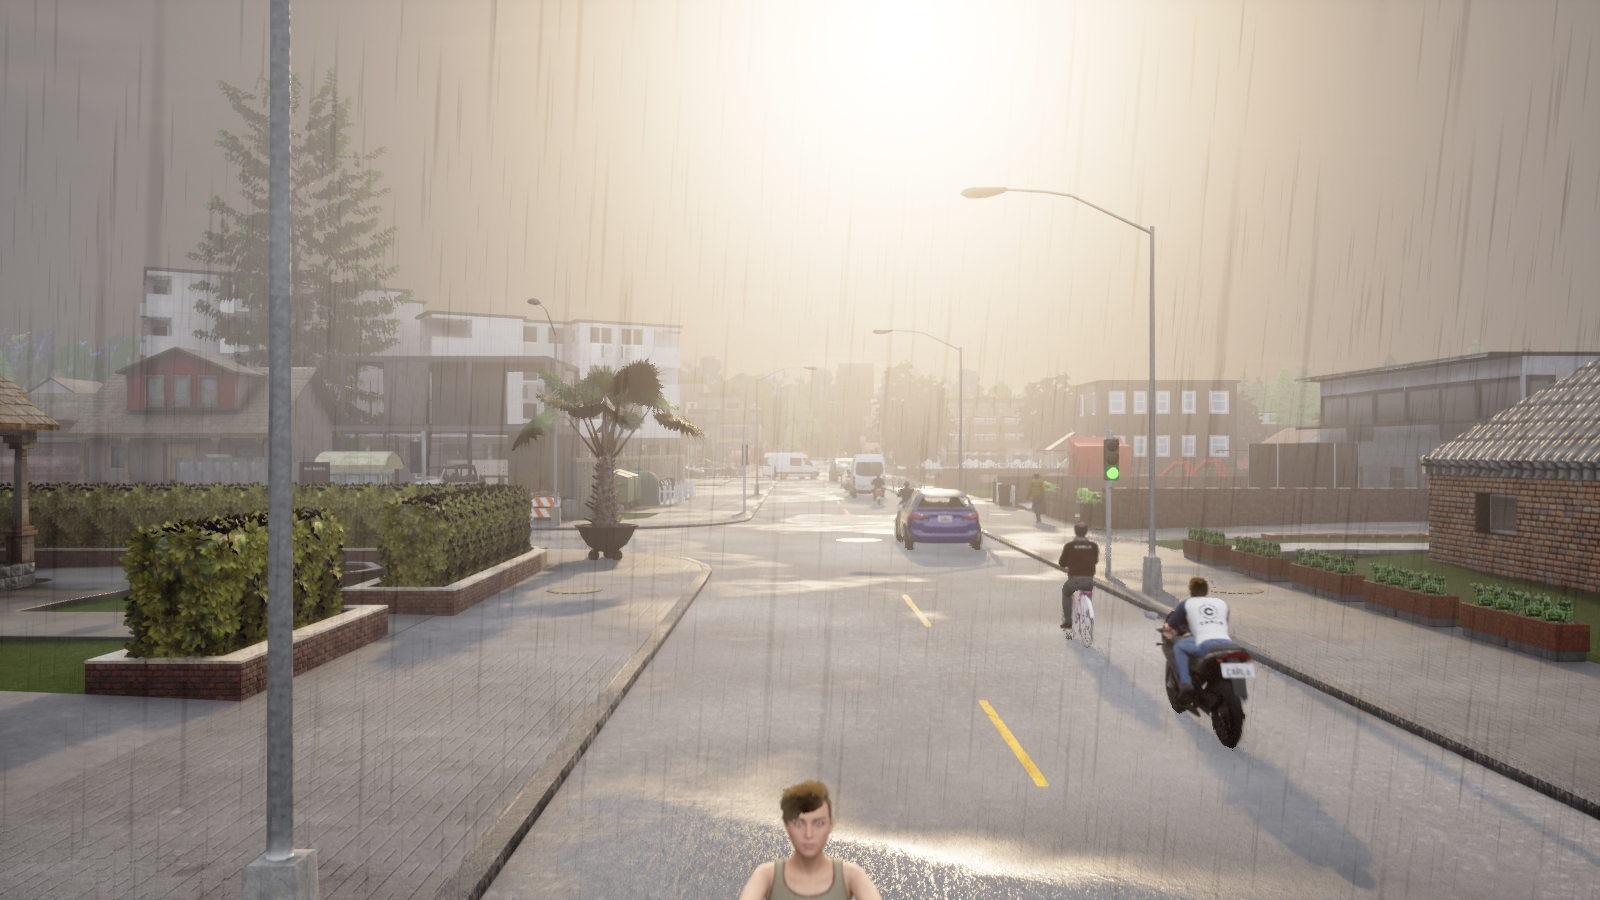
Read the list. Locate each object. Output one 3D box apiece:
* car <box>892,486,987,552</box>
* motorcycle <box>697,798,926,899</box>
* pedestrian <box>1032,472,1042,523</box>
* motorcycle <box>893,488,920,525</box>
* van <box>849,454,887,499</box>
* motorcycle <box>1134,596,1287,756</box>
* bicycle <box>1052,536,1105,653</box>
[{"bbox_3d":[4.033,1.967,33.829,2.242,1.667,4.611,0,0,0],"label":"car"},{"bbox_3d":[0.039,2.155,3.737,0.764,1.307,2.356,0,0,0],"label":"motorcycle"},{"bbox_3d":[8.759,1.744,42.201,0.375,1.860,0.375,0,0,11],"label":"pedestrian"},{"bbox_3d":[4.030,2.142,43.307,0.856,1.316,1.805,0,0,0],"label":"motorcycle"},{"bbox_3d":[4.032,1.535,68.677,1.988,2.561,5.915,0,0,0],"label":"van"},{"bbox_3d":[4.028,2.186,11.411,0.803,1.199,2.033,0,0,0],"label":"motorcycle"},{"bbox_3d":[4.044,2.060,16.677,0.329,1.471,1.835,0,0,0],"label":"bicycle"}]
